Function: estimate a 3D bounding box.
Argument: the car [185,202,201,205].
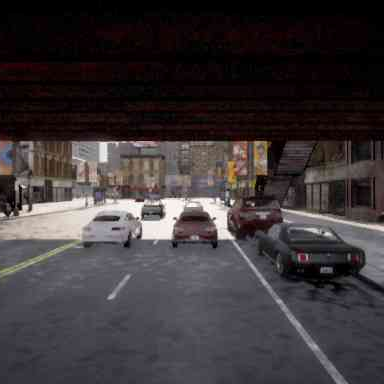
[{"bbox_3d":[0.124,1.561,29.652,2.033,1.411,5.357,0,0,0],"label":"car"}]

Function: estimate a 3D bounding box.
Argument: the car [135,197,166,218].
[{"bbox_3d":[-3.376,1.493,29.650,2.128,1.511,4.902,0,0,0],"label":"car"}]

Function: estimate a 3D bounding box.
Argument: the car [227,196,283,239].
[{"bbox_3d":[3.180,1.225,17.610,2.435,2.045,5.566,0,0,0],"label":"car"}]

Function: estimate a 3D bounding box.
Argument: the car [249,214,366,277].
[{"bbox_3d":[3.225,1.591,10.214,1.895,1.301,4.718,0,0,0],"label":"car"}]

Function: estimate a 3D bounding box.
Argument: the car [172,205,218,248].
[{"bbox_3d":[0.123,1.530,14.620,1.812,1.442,4.674,0,0,0],"label":"car"}]

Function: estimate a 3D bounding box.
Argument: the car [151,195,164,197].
[{"bbox_3d":[-7.870,1.348,72.570,2.097,1.767,4.553,0,0,-11],"label":"car"}]

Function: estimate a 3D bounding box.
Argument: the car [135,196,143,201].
[{"bbox_3d":[-11.192,1.585,71.383,1.895,1.301,4.718,0,0,-11],"label":"car"}]

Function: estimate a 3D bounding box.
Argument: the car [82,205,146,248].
[{"bbox_3d":[-3.377,1.530,14.639,1.812,1.442,4.674,0,0,0],"label":"car"}]
